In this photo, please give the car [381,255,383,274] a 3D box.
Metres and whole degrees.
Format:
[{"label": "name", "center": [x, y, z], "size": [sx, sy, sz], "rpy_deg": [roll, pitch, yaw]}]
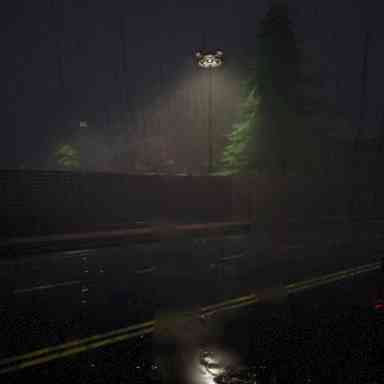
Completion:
[{"label": "car", "center": [6.714, 1.513, 8.450], "size": [4.181, 1.385, 1.994], "rpy_deg": [0, 0, -33]}]
